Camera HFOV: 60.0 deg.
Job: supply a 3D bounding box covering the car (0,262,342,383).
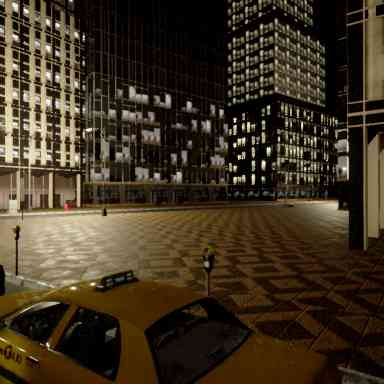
[{"bbox_3d":[-0.982,1.525,3.575,4.829,1.417,1.752,0,0,35],"label":"car"}]
